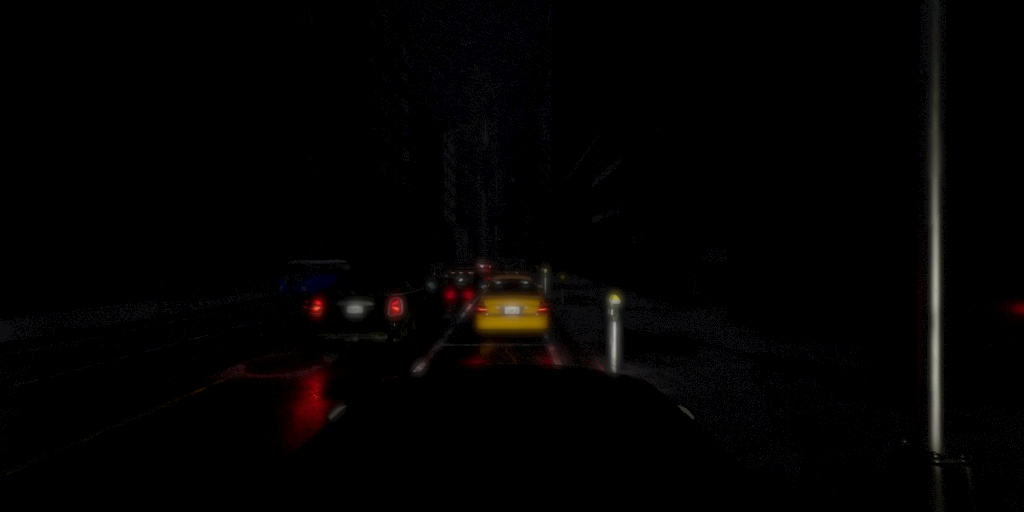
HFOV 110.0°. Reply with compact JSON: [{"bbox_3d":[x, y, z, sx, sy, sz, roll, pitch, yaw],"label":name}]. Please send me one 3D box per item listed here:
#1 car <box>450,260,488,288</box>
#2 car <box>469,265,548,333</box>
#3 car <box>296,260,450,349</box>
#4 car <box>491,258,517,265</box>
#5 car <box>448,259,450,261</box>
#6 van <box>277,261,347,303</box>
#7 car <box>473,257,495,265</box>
[{"bbox_3d":[-3.076,1.244,24.162,2.128,1.511,4.902,0,0,0],"label":"car"},{"bbox_3d":[0.005,1.207,10.690,1.801,1.575,5.366,0,0,0],"label":"car"},{"bbox_3d":[-3.146,1.101,9.309,2.097,1.767,4.553,0,0,0],"label":"car"},{"bbox_3d":[-0.288,1.193,27.330,1.967,1.591,4.097,0,0,0],"label":"car"},{"bbox_3d":[-6.220,1.322,41.164,1.994,1.385,4.181,0,0,0],"label":"car"},{"bbox_3d":[-8.813,1.092,16.328,1.690,1.789,3.998,0,0,0],"label":"van"},{"bbox_3d":[-3.077,1.109,38.920,2.097,1.767,4.553,0,0,0],"label":"car"}]
